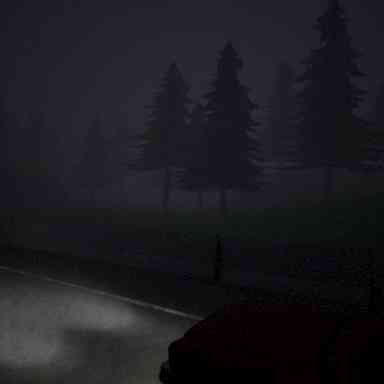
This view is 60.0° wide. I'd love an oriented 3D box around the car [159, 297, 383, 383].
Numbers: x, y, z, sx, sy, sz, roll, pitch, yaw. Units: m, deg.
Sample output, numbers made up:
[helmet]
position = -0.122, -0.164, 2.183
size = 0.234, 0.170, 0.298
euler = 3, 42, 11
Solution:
[car]
position = 2.032, 1.600, 2.543
size = 4.718, 1.301, 1.895
euler = 0, 0, 36
